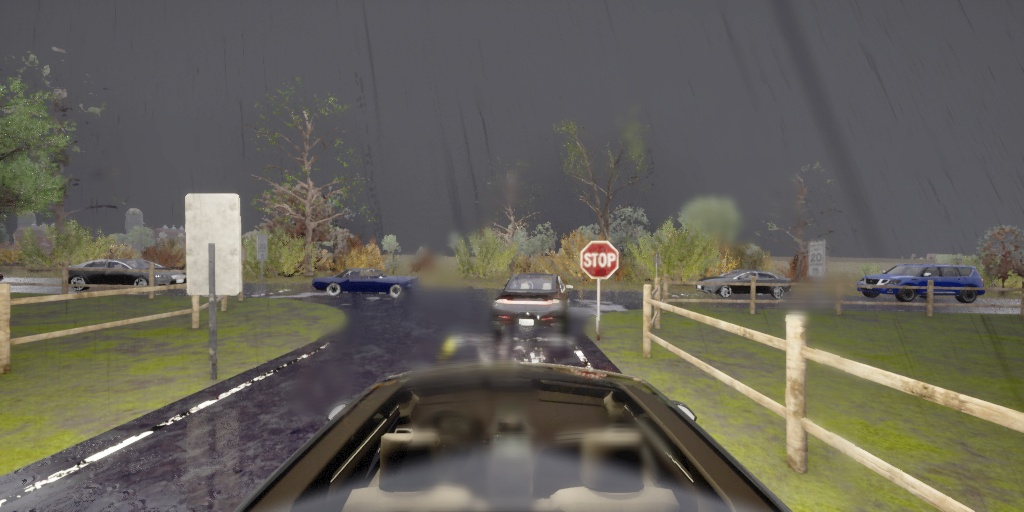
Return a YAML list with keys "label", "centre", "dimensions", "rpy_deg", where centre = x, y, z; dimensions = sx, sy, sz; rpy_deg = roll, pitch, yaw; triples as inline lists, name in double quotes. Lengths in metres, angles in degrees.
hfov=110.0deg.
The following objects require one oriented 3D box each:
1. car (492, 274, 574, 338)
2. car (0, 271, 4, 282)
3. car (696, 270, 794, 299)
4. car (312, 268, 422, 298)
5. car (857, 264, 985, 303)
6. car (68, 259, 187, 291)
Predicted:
- label: "car"
  centre: [0.711, 1.240, 10.257]
  dimensions: [2.128, 1.511, 4.902]
  rpy_deg: [0, 0, 9]
- label: "car"
  centre: [-27.785, 0.718, 17.330]
  dimensions: [4.674, 1.442, 1.812]
  rpy_deg: [1, 1, 0]
- label: "car"
  centre: [13.014, 1.526, 20.209]
  dimensions: [4.902, 1.511, 2.128]
  rpy_deg: [1, 1, 0]
- label: "car"
  centre: [-6.813, 1.249, 17.293]
  dimensions: [4.718, 1.301, 1.895]
  rpy_deg: [1, 1, 0]
- label: "car"
  centre: [22.910, 1.467, 20.192]
  dimensions: [5.566, 2.045, 2.150]
  rpy_deg: [1, 1, 0]
- label: "car"
  centre: [-18.481, 0.886, 17.317]
  dimensions: [4.902, 1.511, 2.128]
  rpy_deg: [1, 1, 0]
